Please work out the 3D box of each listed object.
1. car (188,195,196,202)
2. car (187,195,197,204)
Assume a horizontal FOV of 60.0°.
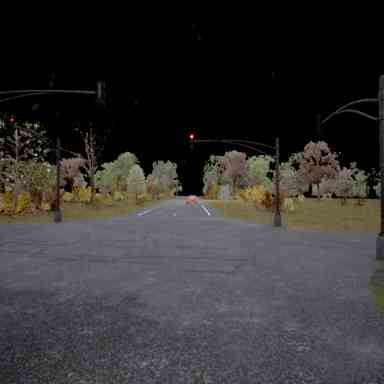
[{"bbox_3d":[0.022,1.449,78.014,1.812,1.442,4.674,0,0,0],"label":"car"},{"bbox_3d":[0.020,1.424,67.978,2.097,1.767,4.553,0,0,0],"label":"car"}]
